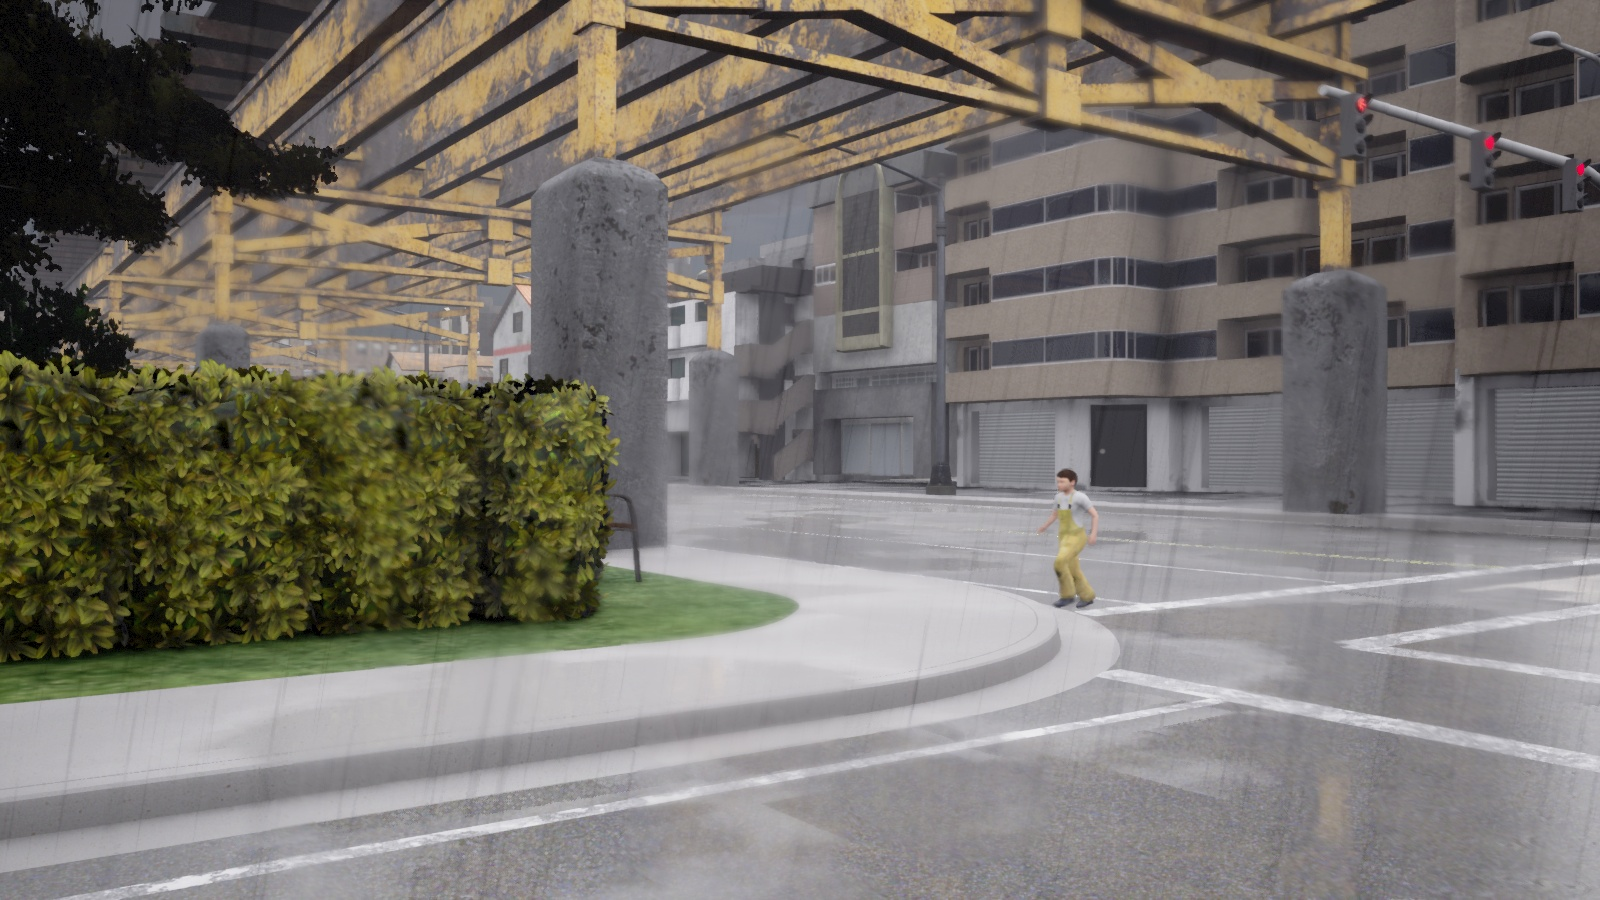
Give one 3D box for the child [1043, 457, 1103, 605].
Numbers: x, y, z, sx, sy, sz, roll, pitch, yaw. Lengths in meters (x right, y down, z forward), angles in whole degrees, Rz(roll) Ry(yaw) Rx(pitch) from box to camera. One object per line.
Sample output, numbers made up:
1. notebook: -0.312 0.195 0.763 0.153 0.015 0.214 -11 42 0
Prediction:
1. child: 2.376 0.693 10.932 0.437 1.263 0.270 0 0 -26
